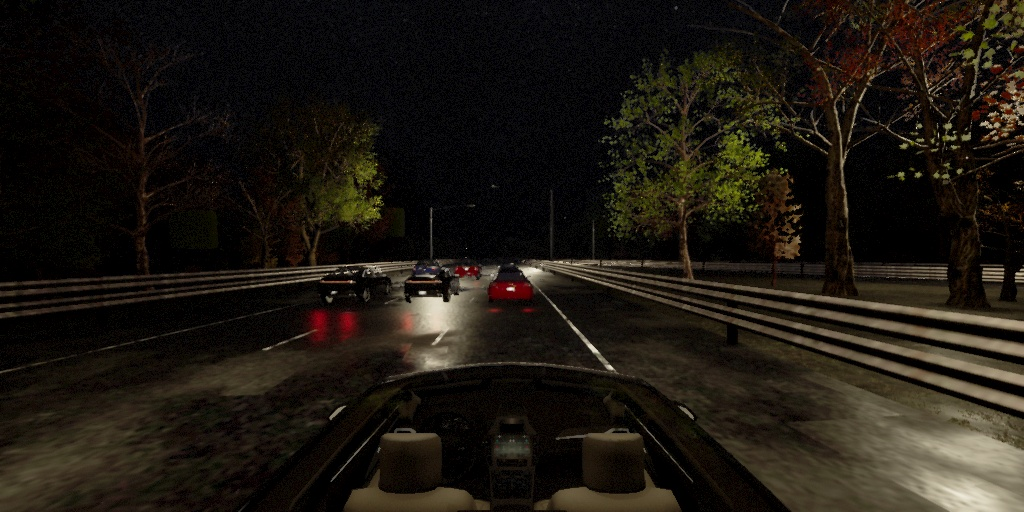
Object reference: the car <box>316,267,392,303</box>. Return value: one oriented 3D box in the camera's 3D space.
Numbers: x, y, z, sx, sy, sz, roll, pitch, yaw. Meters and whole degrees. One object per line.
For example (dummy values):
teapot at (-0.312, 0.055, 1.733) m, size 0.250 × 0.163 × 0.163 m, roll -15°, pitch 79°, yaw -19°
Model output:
car at (-7.075, 1.248, 16.620) m, size 2.128 × 1.511 × 4.902 m, roll 0°, pitch 0°, yaw -1°

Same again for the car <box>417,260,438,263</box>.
car at (-7.298, 1.129, 31.607) m, size 2.097 × 1.767 × 4.553 m, roll 0°, pitch 0°, yaw -1°

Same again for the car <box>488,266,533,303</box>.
car at (-0.075, 1.325, 16.690) m, size 1.994 × 1.385 × 4.181 m, roll 0°, pitch 0°, yaw -1°

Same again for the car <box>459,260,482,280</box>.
car at (-3.798, 1.129, 31.676) m, size 2.097 × 1.767 × 4.553 m, roll 0°, pitch 0°, yaw -1°

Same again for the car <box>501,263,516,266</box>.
car at (-0.300, 1.335, 31.775) m, size 1.994 × 1.385 × 4.181 m, roll 0°, pitch 0°, yaw -1°

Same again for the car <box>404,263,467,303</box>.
car at (-3.576, 1.248, 16.655) m, size 2.128 × 1.511 × 4.902 m, roll 0°, pitch 0°, yaw -1°
